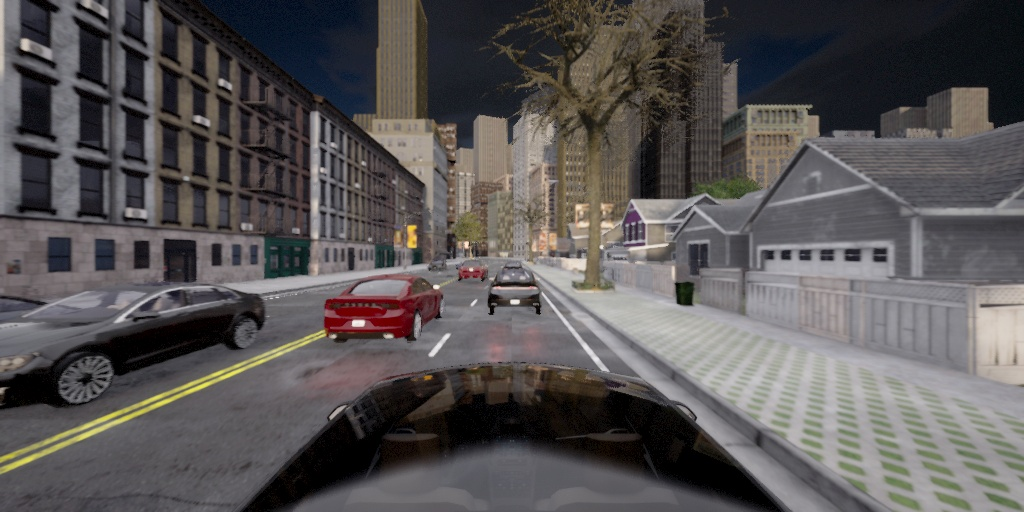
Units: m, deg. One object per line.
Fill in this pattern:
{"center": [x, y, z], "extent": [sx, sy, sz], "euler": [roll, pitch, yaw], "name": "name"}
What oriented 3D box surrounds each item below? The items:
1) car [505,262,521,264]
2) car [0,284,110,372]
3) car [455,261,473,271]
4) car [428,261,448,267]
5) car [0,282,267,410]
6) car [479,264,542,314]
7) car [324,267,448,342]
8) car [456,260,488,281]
{"center": [0.095, 1.250, 30.194], "extent": [2.128, 1.511, 4.902], "euler": [0, 0, 0], "name": "car"}
{"center": [-9.851, 1.317, 5.813], "extent": [1.994, 1.385, 4.181], "euler": [0, 0, 0], "name": "car"}
{"center": [-6.587, 1.352, 49.647], "extent": [1.895, 1.301, 4.718], "euler": [0, 0, 0], "name": "car"}
{"center": [-9.841, 1.317, 47.665], "extent": [1.994, 1.385, 4.181], "euler": [0, 0, 0], "name": "car"}
{"center": [-6.601, 1.245, 6.287], "extent": [2.128, 1.511, 4.902], "euler": [0, 0, 0], "name": "car"}
{"center": [0.098, 1.248, 13.810], "extent": [2.128, 1.511, 4.902], "euler": [0, 0, 0], "name": "car"}
{"center": [-3.152, 1.233, 9.834], "extent": [1.882, 1.535, 5.008], "euler": [0, 0, 0], "name": "car"}
{"center": [-3.156, 1.111, 29.970], "extent": [2.097, 1.767, 4.553], "euler": [0, 0, 0], "name": "car"}
